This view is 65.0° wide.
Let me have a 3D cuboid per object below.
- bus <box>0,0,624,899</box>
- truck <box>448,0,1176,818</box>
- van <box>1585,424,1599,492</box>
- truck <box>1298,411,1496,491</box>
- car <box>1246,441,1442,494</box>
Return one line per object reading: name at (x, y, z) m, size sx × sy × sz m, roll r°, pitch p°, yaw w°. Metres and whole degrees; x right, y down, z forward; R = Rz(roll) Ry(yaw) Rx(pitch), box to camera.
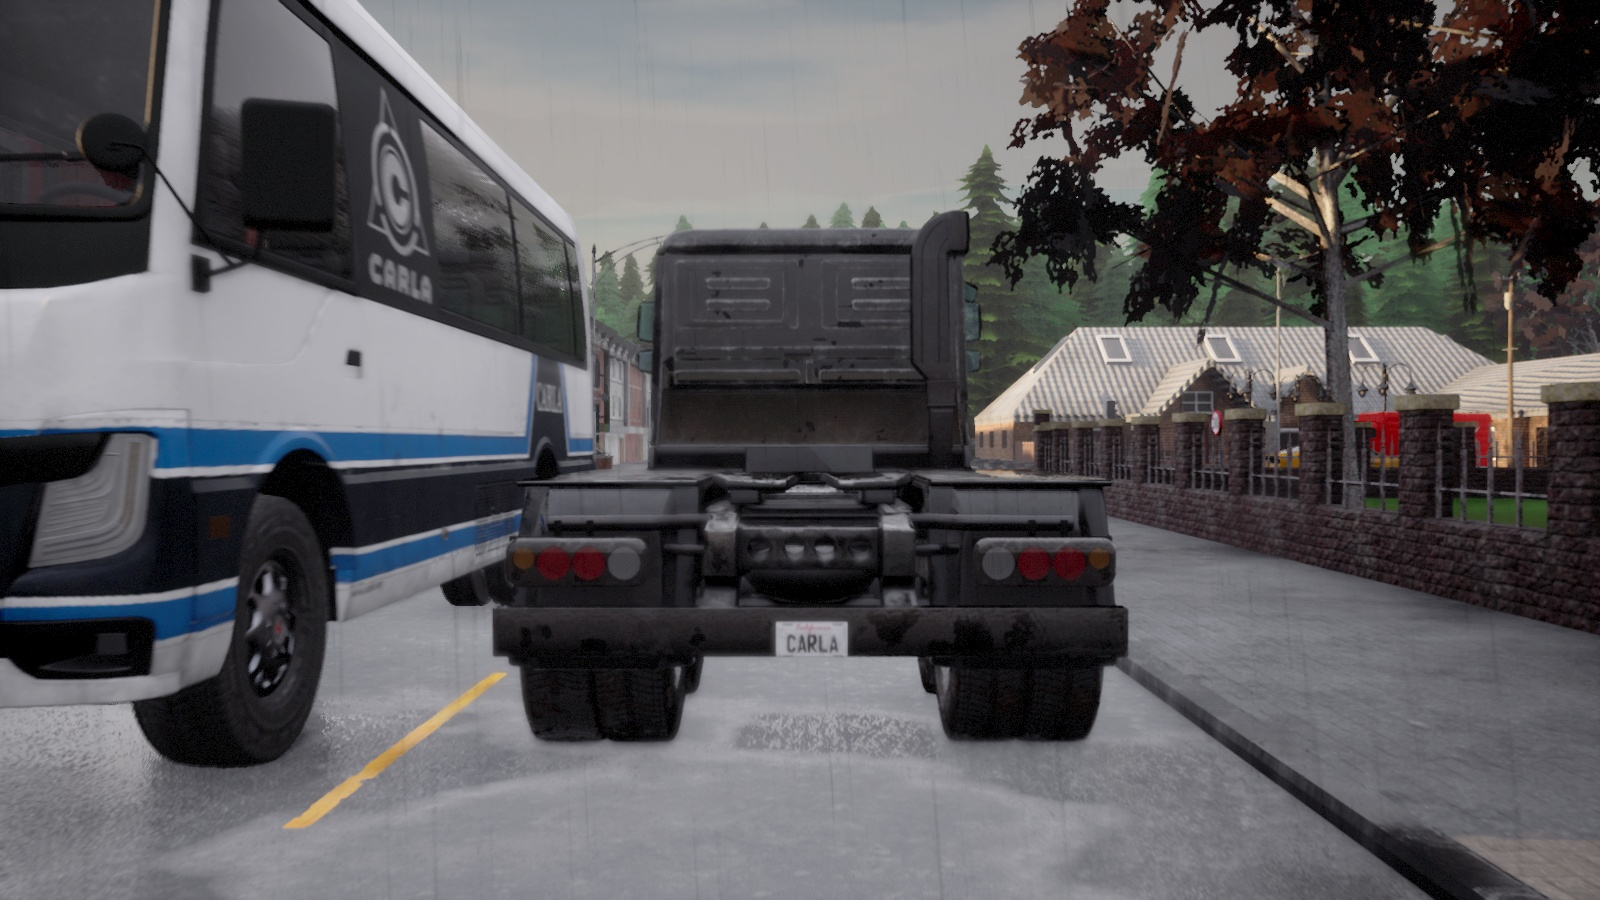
bus at (-3.933, -0.691, 8.759) m, size 3.944 × 4.253 × 10.273 m, roll 0°, pitch 0°, yaw 0°
truck at (0.070, -0.294, 8.967) m, size 2.891 × 3.462 × 7.936 m, roll 0°, pitch 0°, yaw 0°
van at (26.126, 0.247, 37.199) m, size 4.480 × 2.038 × 2.069 m, roll 0°, pitch 0°, yaw -1°
truck at (19.373, 0.018, 40.989) m, size 5.204 × 2.467 × 2.627 m, roll 1°, pitch 0°, yaw 2°
car at (16.061, 0.493, 37.232) m, size 5.008 × 1.535 × 1.882 m, roll 0°, pitch 0°, yaw -1°
